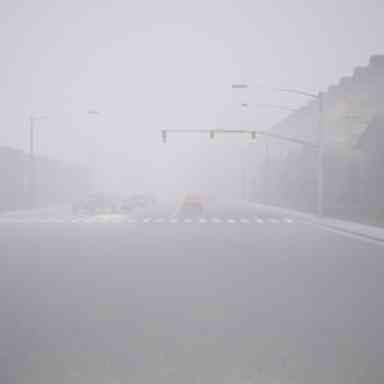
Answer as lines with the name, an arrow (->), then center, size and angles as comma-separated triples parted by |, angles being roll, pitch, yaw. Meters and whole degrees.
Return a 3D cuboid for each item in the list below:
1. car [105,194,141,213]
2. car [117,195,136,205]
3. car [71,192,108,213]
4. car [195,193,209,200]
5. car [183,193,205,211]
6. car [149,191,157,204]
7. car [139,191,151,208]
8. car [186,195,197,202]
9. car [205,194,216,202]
car -> -7.087, 1.300, 34.748 | 2.128, 1.511, 4.902 | 0, 0, 0
car -> -10.566, 1.194, 54.031 | 2.128, 1.511, 4.902 | 0, 0, 0
car -> -10.574, 1.031, 34.500 | 2.150, 2.045, 5.566 | 0, 0, 2
car -> 2.197, 0.977, 74.768 | 1.812, 1.442, 4.674 | 0, 0, -17
car -> 0.052, 1.146, 37.229 | 2.097, 1.767, 4.553 | 0, 0, 1
car -> -7.068, 0.922, 54.269 | 2.150, 2.045, 5.566 | 0, 0, 0
car -> -7.088, 1.111, 43.692 | 2.097, 1.767, 4.553 | 0, 0, 0
car -> -0.061, 1.239, 65.653 | 1.895, 1.301, 4.718 | 0, 0, -3
car -> 3.450, 1.204, 65.151 | 1.994, 1.385, 4.181 | 0, 0, -3
